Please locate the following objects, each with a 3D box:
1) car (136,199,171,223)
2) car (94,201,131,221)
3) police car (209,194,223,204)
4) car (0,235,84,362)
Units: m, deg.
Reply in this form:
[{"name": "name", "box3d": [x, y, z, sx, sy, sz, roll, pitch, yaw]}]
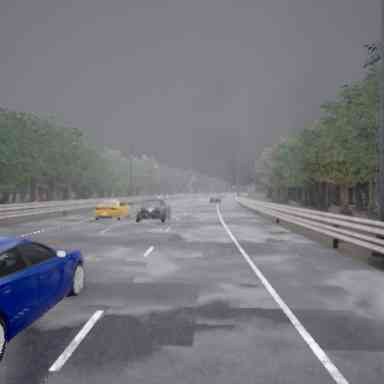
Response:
[{"name": "car", "box3d": [-2.827, 1.300, 25.358, 2.097, 1.767, 4.553, 0, 0, 2]}, {"name": "car", "box3d": [-6.273, 1.420, 26.785, 1.882, 1.535, 5.008, 0, 0, 2]}, {"name": "police car", "box3d": [4.382, 1.355, 63.692, 1.930, 1.638, 5.238, 0, 0, 6]}, {"name": "car", "box3d": [-3.347, 1.463, 5.482, 1.882, 1.535, 5.008, 0, 0, 1]}]
